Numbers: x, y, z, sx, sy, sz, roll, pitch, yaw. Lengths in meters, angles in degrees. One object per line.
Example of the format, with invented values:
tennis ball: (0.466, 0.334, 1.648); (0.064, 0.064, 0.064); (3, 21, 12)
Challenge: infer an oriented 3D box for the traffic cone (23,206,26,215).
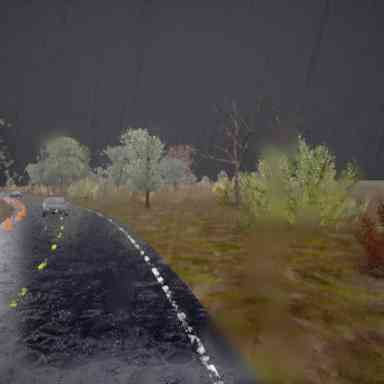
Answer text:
traffic cone: (-13.622, 1.570, 26.838); (0.340, 0.580, 0.340); (0, 1, -25)

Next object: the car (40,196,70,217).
car: (-10.887, 1.122, 26.423); (1.837, 1.490, 4.892); (0, 1, -24)

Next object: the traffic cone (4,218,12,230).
traffic cone: (-9.850, 1.697, 17.811); (0.340, 0.580, 0.340); (0, 1, -20)

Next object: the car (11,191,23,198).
car: (-37.770, 0.489, 71.623); (1.882, 1.535, 5.008); (0, 1, -35)

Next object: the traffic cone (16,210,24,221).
traffic cone: (-11.646, 1.633, 22.362); (0.340, 0.580, 0.340); (0, 1, -23)

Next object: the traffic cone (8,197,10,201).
traffic cone: (-28.505, 1.225, 52.479); (0.340, 0.580, 0.340); (-1, 1, -32)
